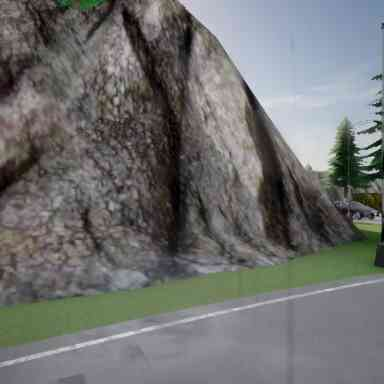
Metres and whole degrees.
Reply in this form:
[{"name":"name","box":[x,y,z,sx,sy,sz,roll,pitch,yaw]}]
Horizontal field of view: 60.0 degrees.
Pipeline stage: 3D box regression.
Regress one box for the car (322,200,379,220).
[{"name":"car","box":[13.459,1.491,28.497,2.128,1.511,4.902,0,0,-25]}]
